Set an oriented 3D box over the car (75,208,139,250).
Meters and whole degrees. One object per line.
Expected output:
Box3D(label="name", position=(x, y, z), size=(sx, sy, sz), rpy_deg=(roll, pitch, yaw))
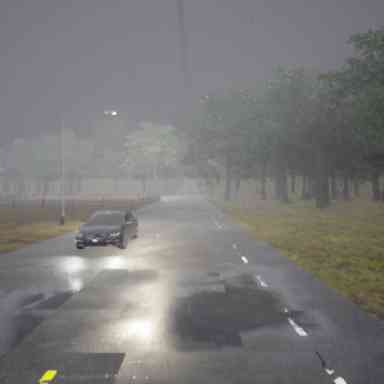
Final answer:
Box3D(label="car", position=(-3.499, 1.503, 14.429), size=(1.837, 1.490, 4.892), rpy_deg=(0, 0, 0))
